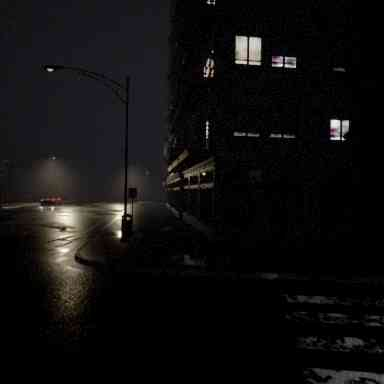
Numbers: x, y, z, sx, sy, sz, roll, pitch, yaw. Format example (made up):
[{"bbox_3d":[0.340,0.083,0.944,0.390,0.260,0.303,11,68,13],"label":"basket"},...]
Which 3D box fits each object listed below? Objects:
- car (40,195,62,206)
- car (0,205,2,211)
[{"bbox_3d":[-21.760,1.246,51.436,2.097,1.767,4.553,1,0,-6],"label":"car"},{"bbox_3d":[-19.288,1.498,30.417,1.895,1.301,4.718,1,0,-8],"label":"car"}]
